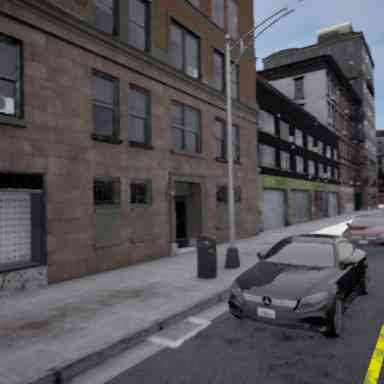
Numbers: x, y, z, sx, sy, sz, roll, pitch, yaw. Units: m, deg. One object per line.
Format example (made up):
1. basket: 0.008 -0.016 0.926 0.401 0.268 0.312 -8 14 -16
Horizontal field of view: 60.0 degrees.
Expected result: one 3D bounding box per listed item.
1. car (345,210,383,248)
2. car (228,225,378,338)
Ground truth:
1. car: 8.213 1.773 15.223 1.812 1.442 4.674 -2 -2 36
2. car: 2.547 1.677 7.163 1.812 1.442 4.674 -2 -2 36
